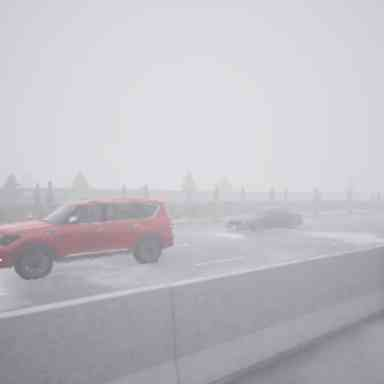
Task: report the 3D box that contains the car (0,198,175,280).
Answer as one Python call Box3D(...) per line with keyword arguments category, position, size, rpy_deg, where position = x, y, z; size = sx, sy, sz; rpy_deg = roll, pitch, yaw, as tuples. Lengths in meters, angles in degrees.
Box3D(category="car", position=(-3.168, 1.232, 10.331), size=(5.566, 2.045, 2.150), rpy_deg=(0, 0, -35))

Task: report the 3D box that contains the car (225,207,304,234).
Box3D(category="car", position=(4.513, 1.618, 20.096), size=(5.357, 1.411, 2.033), rpy_deg=(0, 0, -35))
